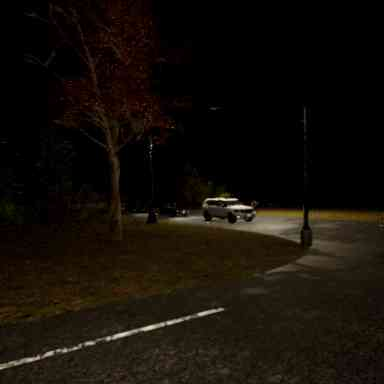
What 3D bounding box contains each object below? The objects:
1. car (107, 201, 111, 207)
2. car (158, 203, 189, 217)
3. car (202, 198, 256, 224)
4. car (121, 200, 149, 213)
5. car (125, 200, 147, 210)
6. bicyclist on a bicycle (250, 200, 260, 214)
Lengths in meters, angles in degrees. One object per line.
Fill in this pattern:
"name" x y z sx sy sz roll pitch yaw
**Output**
"car" -15.028 2.291 64.656 1.812 1.442 4.674 -2 0 -32
"car" -2.201 1.971 37.482 1.837 1.490 4.892 -2 0 -32
"car" 3.056 1.563 29.059 2.150 2.045 5.566 -2 0 -34
"car" -7.717 2.075 46.287 1.882 1.535 5.008 -2 0 -32
"car" -9.483 2.134 55.833 1.837 1.490 4.892 -2 0 -32
"bicyclist on a bicycle" 7.002 1.697 37.122 1.656 1.620 0.582 0 -1 -32
